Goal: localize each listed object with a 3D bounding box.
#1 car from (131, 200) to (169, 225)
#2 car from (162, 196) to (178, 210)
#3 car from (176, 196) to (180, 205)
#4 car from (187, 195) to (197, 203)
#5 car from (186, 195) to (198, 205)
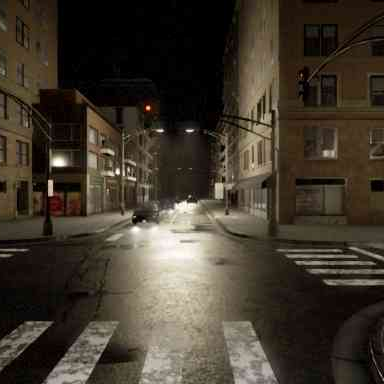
[{"bbox_3d":[-3.132,1.538,24.521,2.033,1.411,5.357,0,0,0],"label":"car"},{"bbox_3d":[-3.149,1.540,41.074,1.994,1.385,4.181,0,0,0],"label":"car"},{"bbox_3d":[-3.078,1.490,58.776,2.128,1.511,4.902,0,0,0],"label":"car"},{"bbox_3d":[0.007,1.445,69.617,2.128,1.511,4.902,0,0,0],"label":"car"},{"bbox_3d":[0.022,1.453,59.253,2.128,1.511,4.902,0,0,0],"label":"car"}]
